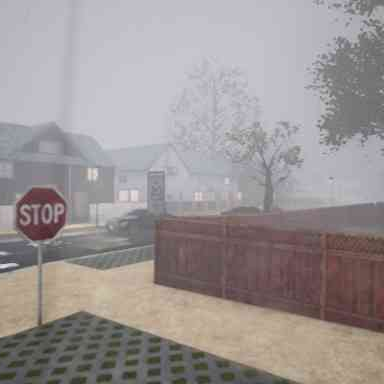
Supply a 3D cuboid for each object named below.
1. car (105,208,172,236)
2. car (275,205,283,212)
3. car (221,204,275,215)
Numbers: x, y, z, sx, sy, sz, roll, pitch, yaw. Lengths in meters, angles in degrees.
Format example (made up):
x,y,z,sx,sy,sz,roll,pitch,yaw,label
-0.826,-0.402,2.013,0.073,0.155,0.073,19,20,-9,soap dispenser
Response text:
x,y,z,sx,sy,sz,roll,pitch,yaw,label
-2.980,1.689,19.973,1.812,1.442,4.674,0,-1,37,car
7.770,1.898,34.324,1.994,1.385,4.181,0,0,37,car
4.022,1.718,24.442,1.882,1.535,5.008,0,-1,37,car
